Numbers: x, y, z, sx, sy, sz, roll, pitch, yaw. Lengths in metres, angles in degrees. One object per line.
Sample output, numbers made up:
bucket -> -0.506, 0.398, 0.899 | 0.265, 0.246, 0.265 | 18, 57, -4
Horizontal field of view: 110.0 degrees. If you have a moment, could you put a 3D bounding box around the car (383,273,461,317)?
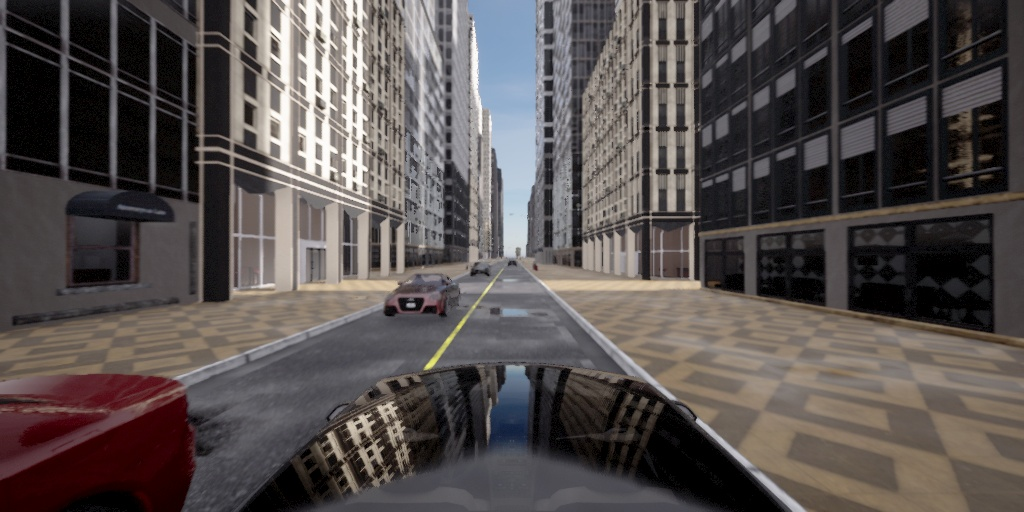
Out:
car -> -3.066, 1.322, 13.010 | 1.994, 1.385, 4.181 | 0, 0, 1

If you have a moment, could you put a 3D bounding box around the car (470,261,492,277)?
car -> -3.004, 1.284, 35.375 | 1.837, 1.490, 4.892 | 0, -1, 1

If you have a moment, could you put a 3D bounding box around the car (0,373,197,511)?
car -> -3.088, 1.225, 0.316 | 1.882, 1.535, 5.008 | 0, 0, 0
